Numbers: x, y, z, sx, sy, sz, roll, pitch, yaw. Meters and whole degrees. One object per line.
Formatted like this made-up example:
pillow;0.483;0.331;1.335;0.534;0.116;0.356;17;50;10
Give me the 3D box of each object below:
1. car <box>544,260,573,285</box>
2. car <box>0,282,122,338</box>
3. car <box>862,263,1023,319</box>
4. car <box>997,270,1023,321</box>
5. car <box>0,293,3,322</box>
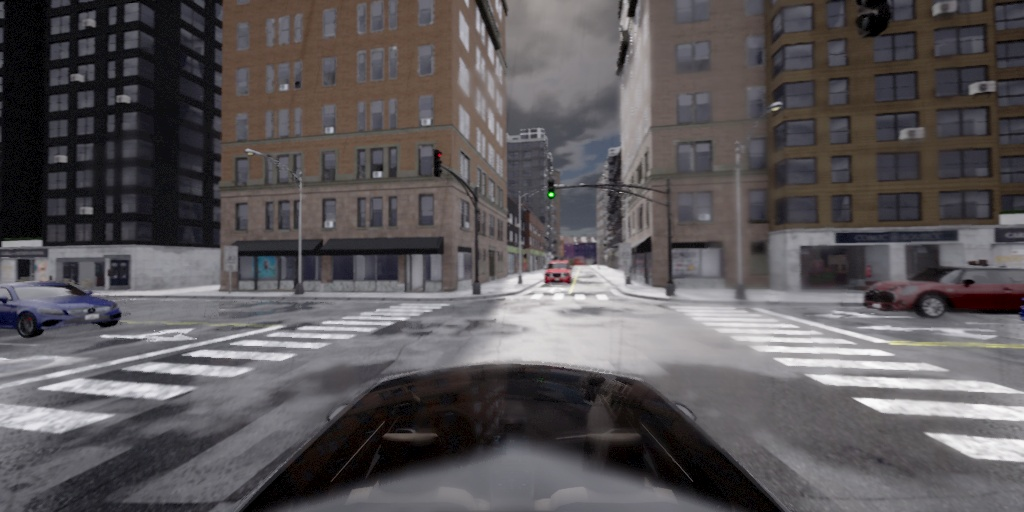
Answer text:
car;4.055;1.442;30.970;2.150;2.045;5.566;-1;1;11
car;-14.398;1.526;10.842;4.674;1.442;1.812;-1;-1;12
car;14.999;1.138;12.184;4.553;1.767;2.097;-1;-1;11
car;16.033;1.182;8.684;5.008;1.535;1.882;-1;-1;11
car;-13.772;1.525;7.415;4.718;1.301;1.895;-1;-1;11
